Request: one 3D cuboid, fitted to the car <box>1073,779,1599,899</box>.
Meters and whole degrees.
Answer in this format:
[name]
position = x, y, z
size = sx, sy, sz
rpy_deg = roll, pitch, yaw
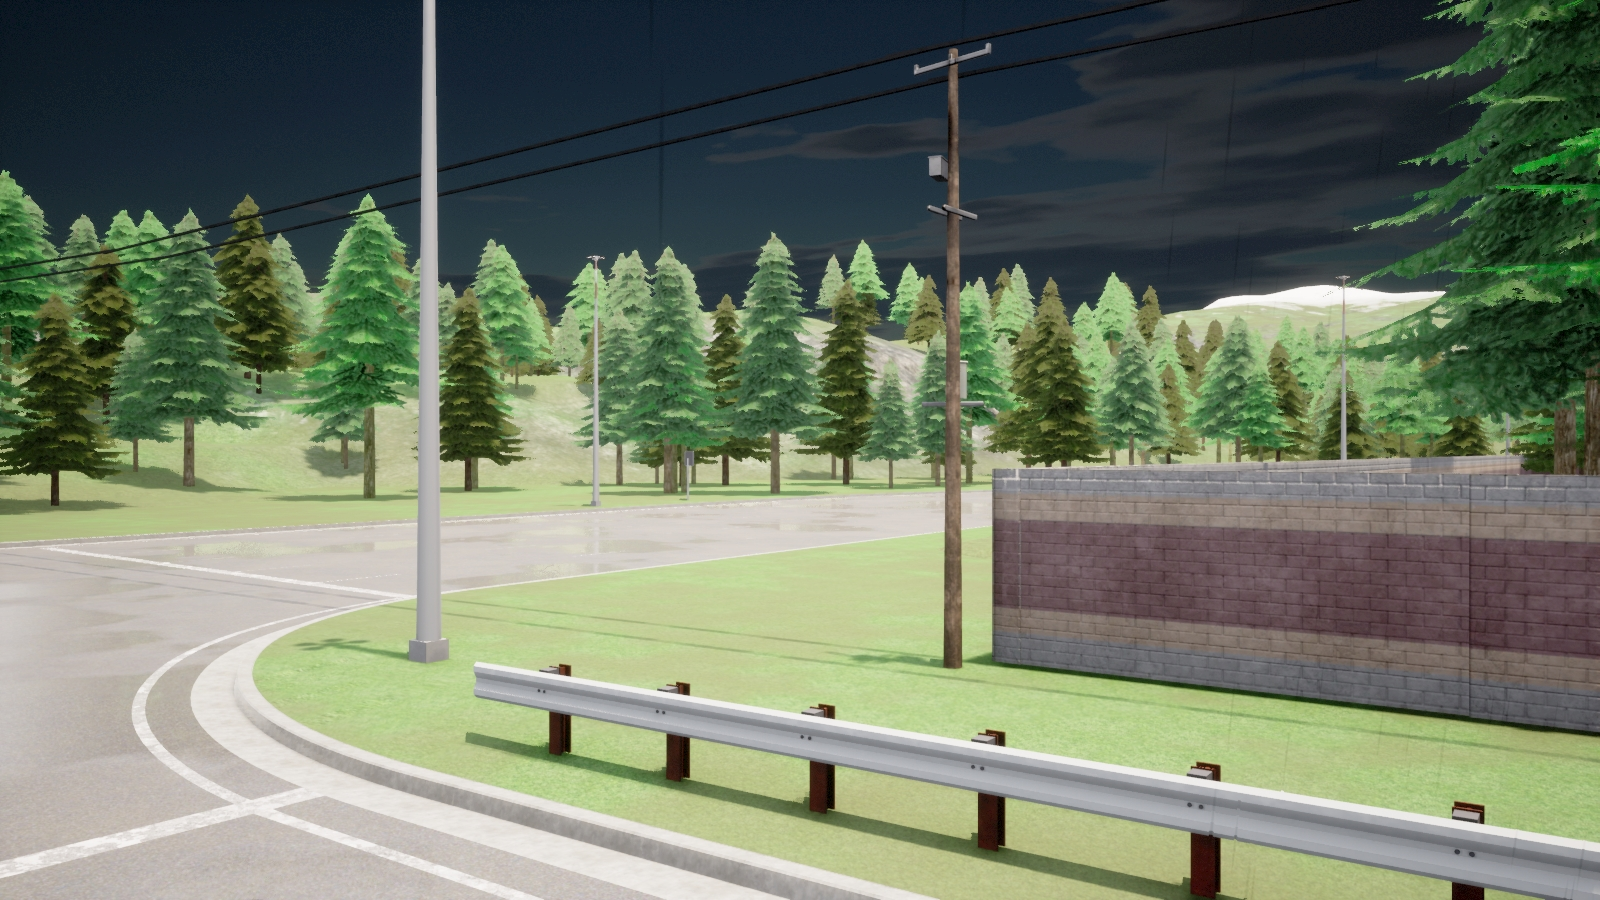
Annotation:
[car]
position = 3.010, 1.982, 1.681
size = 5.238, 1.638, 2.097
rpy_deg = 0, 0, 35
